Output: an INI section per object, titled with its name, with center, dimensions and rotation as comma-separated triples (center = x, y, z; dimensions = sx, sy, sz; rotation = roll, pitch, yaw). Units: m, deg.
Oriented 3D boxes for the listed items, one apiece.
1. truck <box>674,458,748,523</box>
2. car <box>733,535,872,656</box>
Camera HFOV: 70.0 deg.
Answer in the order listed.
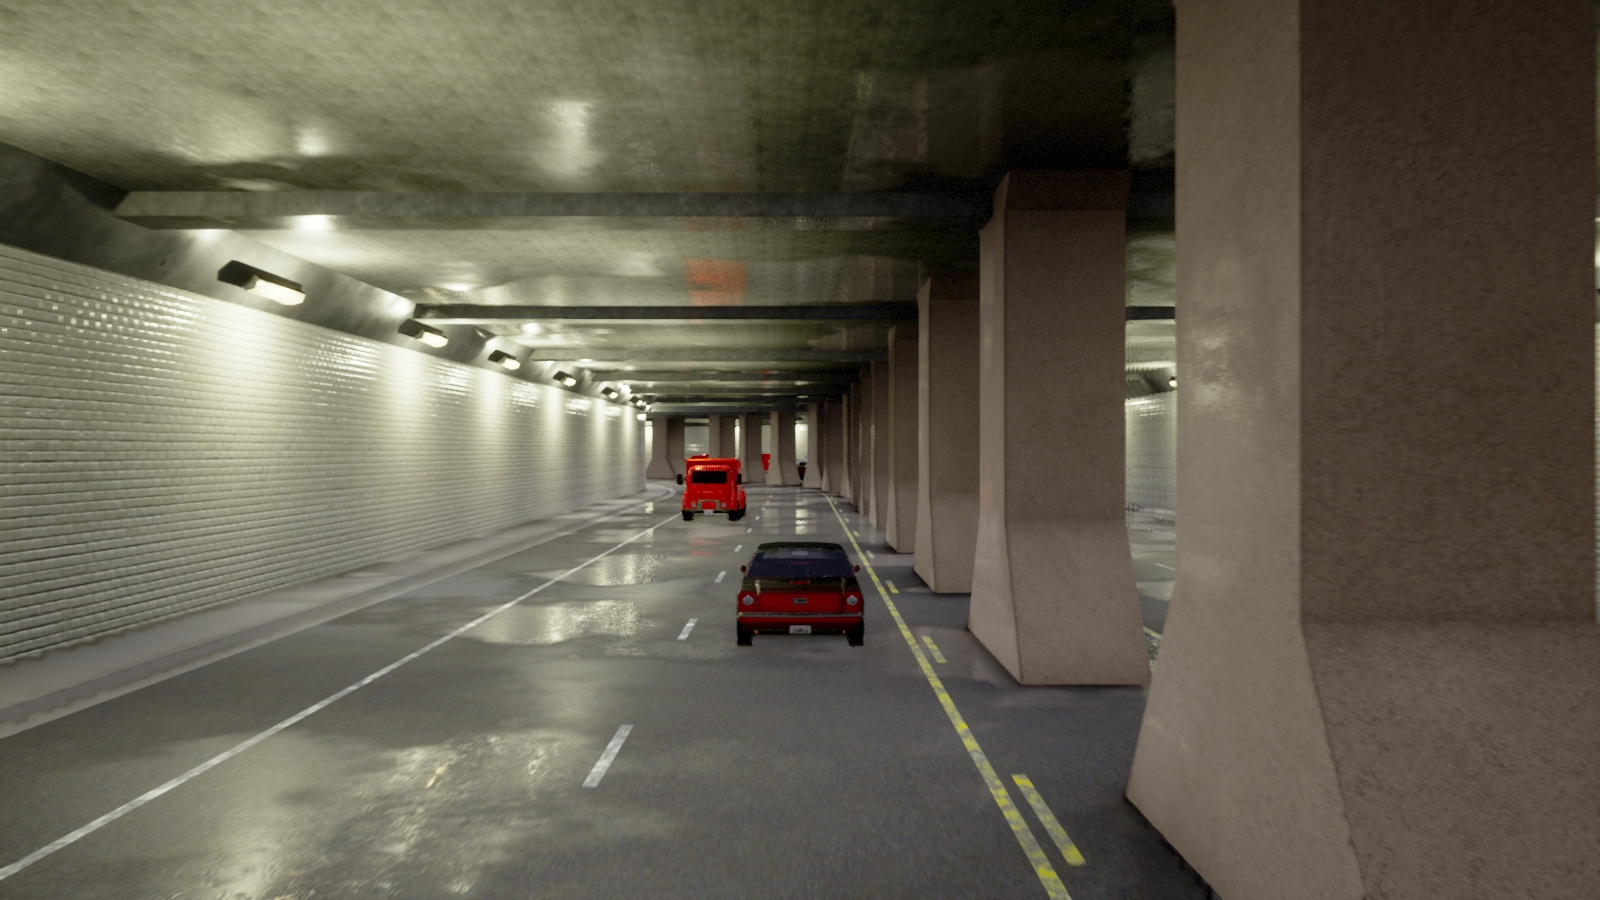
[truck]
center = -3.526, 1.568, 46.294
dimensions = 2.627, 2.467, 5.204
rotation = 0, 0, -1
[car]
center = 0.033, 2.155, 17.940
dimensions = 1.895, 1.301, 4.718
rotation = 0, 0, 0
